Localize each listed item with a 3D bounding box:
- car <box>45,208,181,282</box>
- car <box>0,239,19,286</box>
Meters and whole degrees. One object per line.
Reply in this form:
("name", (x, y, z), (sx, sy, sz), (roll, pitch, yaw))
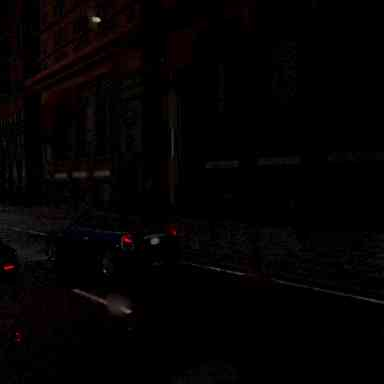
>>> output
("car", (-2.484, 1.254, 9.795), (4.553, 1.767, 2.097), (0, 1, 43))
("car", (-5.829, 1.497, 8.134), (4.674, 1.442, 1.812), (0, 1, 43))
